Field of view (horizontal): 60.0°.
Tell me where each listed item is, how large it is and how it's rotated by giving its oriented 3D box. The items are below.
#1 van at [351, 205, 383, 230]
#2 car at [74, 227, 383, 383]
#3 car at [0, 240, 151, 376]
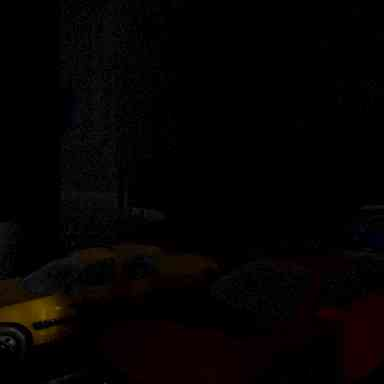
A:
[{"bbox_3d":[7.345,1.342,11.919,3.998,1.788,1.690,0,0,-36],"label":"van"},{"bbox_3d":[1.322,1.477,4.328,5.008,1.535,1.882,0,0,-36],"label":"car"},{"bbox_3d":[-1.634,1.525,5.487,4.829,1.417,1.752,0,0,-36],"label":"car"}]
